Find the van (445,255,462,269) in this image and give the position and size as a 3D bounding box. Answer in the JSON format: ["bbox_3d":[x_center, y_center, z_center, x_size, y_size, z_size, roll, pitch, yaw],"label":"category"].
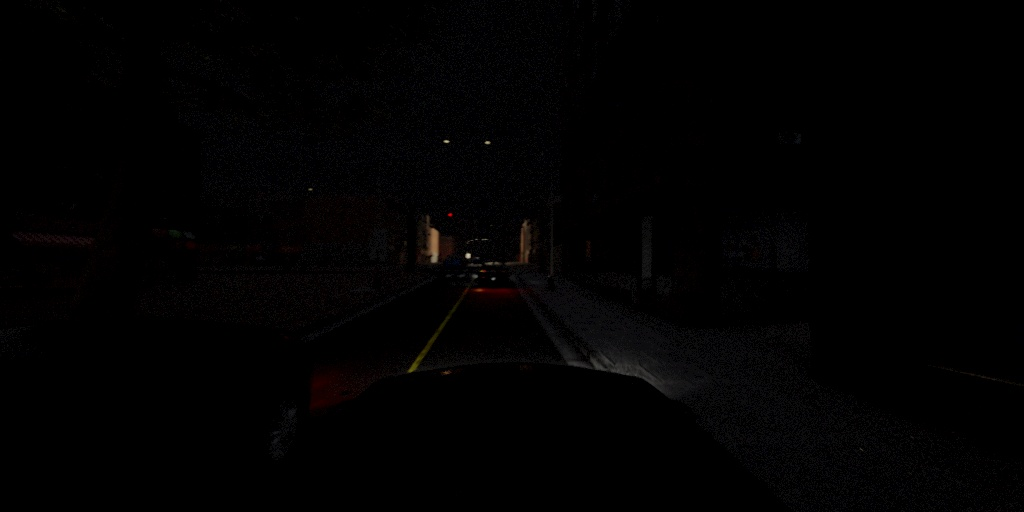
[{"bbox_3d":[-8.033,0.739,48.255,1.690,1.789,3.998,0,0,-3],"label":"van"}]

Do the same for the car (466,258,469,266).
[{"bbox_3d":[-8.501,0.758,56.547,2.192,1.841,5.009,0,0,-3],"label":"car"}]

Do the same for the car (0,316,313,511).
[{"bbox_3d":[-2.962,1.222,1.936,1.837,1.490,4.892,1,0,-3],"label":"car"}]

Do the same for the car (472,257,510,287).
[{"bbox_3d":[-1.155,1.005,22.249,2.128,1.511,4.902,1,1,-3],"label":"car"}]

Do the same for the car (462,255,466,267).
[{"bbox_3d":[-8.220,0.966,51.570,2.007,1.370,4.403,0,0,-3],"label":"car"}]
